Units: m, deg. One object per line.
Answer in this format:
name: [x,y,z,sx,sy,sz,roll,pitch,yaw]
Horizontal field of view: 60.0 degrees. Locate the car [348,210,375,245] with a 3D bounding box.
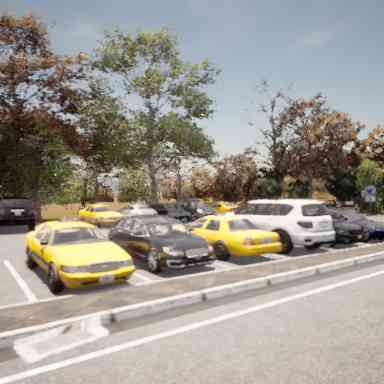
car: [5.584,1.607,15.949,2.097,1.535,5.008,0,0,-35]

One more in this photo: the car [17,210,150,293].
car: [-3.382,1.526,9.395,1.946,1.575,5.366,1,0,-35]

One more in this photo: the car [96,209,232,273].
car: [-1.224,1.550,11.151,2.231,1.521,4.892,0,0,-35]

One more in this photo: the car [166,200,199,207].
car: [-1.926,1.633,26.615,2.163,1.488,4.792,0,0,-35]

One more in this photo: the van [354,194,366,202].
van: [24.552,0.823,45.481,1.878,1.987,4.442,0,1,-35]

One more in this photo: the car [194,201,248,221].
car: [2.488,1.641,29.756,2.097,1.535,5.008,0,0,-35]

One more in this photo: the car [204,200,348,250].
car: [3.304,1.336,14.369,2.435,2.045,5.566,0,0,-35]

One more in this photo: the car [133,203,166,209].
car: [-4.205,1.624,25.041,2.002,1.452,4.674,0,0,-35]

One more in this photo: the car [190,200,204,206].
car: [0.202,1.496,28.189,2.185,1.767,4.553,0,0,-35]

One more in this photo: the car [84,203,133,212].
car: [-6.364,1.561,23.296,1.946,1.575,5.366,0,0,-35]

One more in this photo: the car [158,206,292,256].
car: [0.942,1.565,12.897,1.946,1.575,5.366,0,0,-35]

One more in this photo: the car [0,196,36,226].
car: [-11.014,1.274,20.280,2.435,2.045,5.566,0,0,-35]

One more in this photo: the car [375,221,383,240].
car: [7.873,1.656,17.519,2.163,1.488,4.792,0,0,-35]
